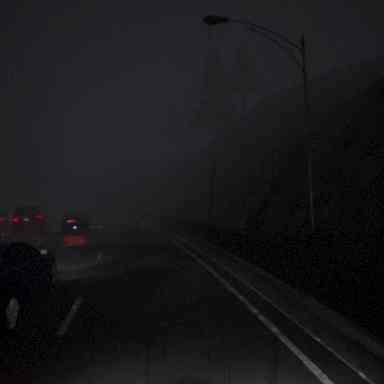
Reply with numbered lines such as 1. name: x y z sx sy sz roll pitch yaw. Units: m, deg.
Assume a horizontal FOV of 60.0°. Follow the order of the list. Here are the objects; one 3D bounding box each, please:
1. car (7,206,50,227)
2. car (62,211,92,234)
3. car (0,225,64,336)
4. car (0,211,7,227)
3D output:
1. car: -12.884 2.160 26.830 2.150 2.045 5.566 -3 -1 -18
2. car: -8.631 2.208 24.893 1.837 1.490 4.892 -3 -1 -16
3. car: -4.299 1.771 7.045 1.882 1.535 5.008 -3 -1 -10
4. car: -18.110 2.601 31.023 2.097 1.767 4.553 -3 -1 -21
